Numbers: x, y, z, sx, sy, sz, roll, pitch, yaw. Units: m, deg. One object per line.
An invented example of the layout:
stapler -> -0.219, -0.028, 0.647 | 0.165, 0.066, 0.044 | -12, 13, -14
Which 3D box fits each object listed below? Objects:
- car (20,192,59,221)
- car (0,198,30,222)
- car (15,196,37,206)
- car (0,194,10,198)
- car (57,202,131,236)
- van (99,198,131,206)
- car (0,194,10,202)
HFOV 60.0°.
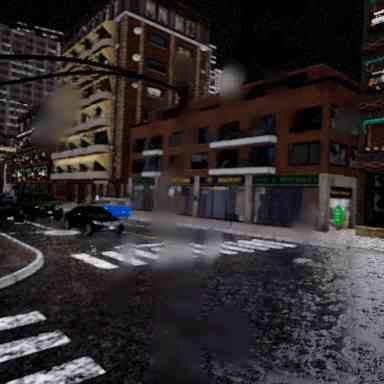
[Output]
car -> -11.801, 1.051, 25.622 | 2.150, 2.045, 5.566 | 3, -1, -40
car -> -13.132, 1.304, 23.167 | 1.947, 1.339, 4.313 | 2, -1, -41
car -> -24.831, 1.314, 49.608 | 1.947, 1.339, 4.313 | 2, -1, -41
car -> -18.678, 1.254, 33.613 | 2.033, 1.411, 5.357 | 3, -1, -41
car -> -5.474, 1.469, 18.247 | 1.812, 1.442, 4.674 | 3, -1, -41
van -> -6.778, 1.411, 28.632 | 1.690, 1.788, 3.998 | 2, -1, -41
car -> -35.658, 1.126, 62.195 | 1.947, 1.339, 4.313 | 2, -1, -41
